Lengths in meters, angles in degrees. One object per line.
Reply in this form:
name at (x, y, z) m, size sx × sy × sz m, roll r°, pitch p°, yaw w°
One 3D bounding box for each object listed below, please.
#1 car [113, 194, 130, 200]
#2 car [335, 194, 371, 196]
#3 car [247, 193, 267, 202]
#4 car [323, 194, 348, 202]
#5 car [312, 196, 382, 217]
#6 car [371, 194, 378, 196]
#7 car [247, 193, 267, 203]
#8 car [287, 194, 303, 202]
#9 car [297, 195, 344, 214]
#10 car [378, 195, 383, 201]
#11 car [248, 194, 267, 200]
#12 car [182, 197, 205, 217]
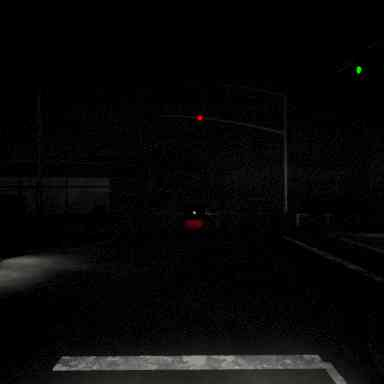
car at (-19.447, 1.333, 91.533) m, size 4.674 × 1.442 × 1.812 m, roll 0°, pitch 0°, yaw 0°
car at (20.629, 1.320, 43.237) m, size 3.633 × 1.501 × 1.845 m, roll 0°, pitch 0°, yaw 0°
car at (13.416, 1.077, 68.945) m, size 3.866 × 1.878 × 1.905 m, roll 0°, pitch 0°, yaw 0°
car at (31.281, 1.298, 72.669) m, size 4.514 × 1.523 × 2.007 m, roll 0°, pitch 0°, yaw 0°
car at (13.066, 1.340, 28.225) m, size 4.514 × 1.523 × 2.007 m, roll 0°, pitch 0°, yaw 0°
car at (38.344, 1.232, 69.034) m, size 3.806 × 1.475 × 1.970 m, roll 0°, pitch 0°, yaw 0°
car at (12.817, 1.361, 65.618) m, size 3.806 × 1.475 × 1.970 m, roll 0°, pitch 0°, yaw 0°
car at (21.296, 1.097, 65.689) m, size 4.605 × 1.855 × 1.932 m, roll 0°, pitch 0°, yaw 0°
car at (13.001, 1.330, 31.361) m, size 5.027 × 1.636 × 2.152 m, roll 0°, pitch 0°, yaw 0°
car at (38.692, 1.154, 62.617) m, size 5.027 × 1.636 × 2.152 m, roll 0°, pitch 0°, yaw 0°
car at (18.088, 1.334, 91.576) m, size 4.902 × 1.511 × 2.128 m, roll 0°, pitch 0°, yaw 0°
car at (0.188, 1.505, 30.714) m, size 1.837 × 1.490 × 4.892 m, roll 0°, pitch 0°, yaw 0°
